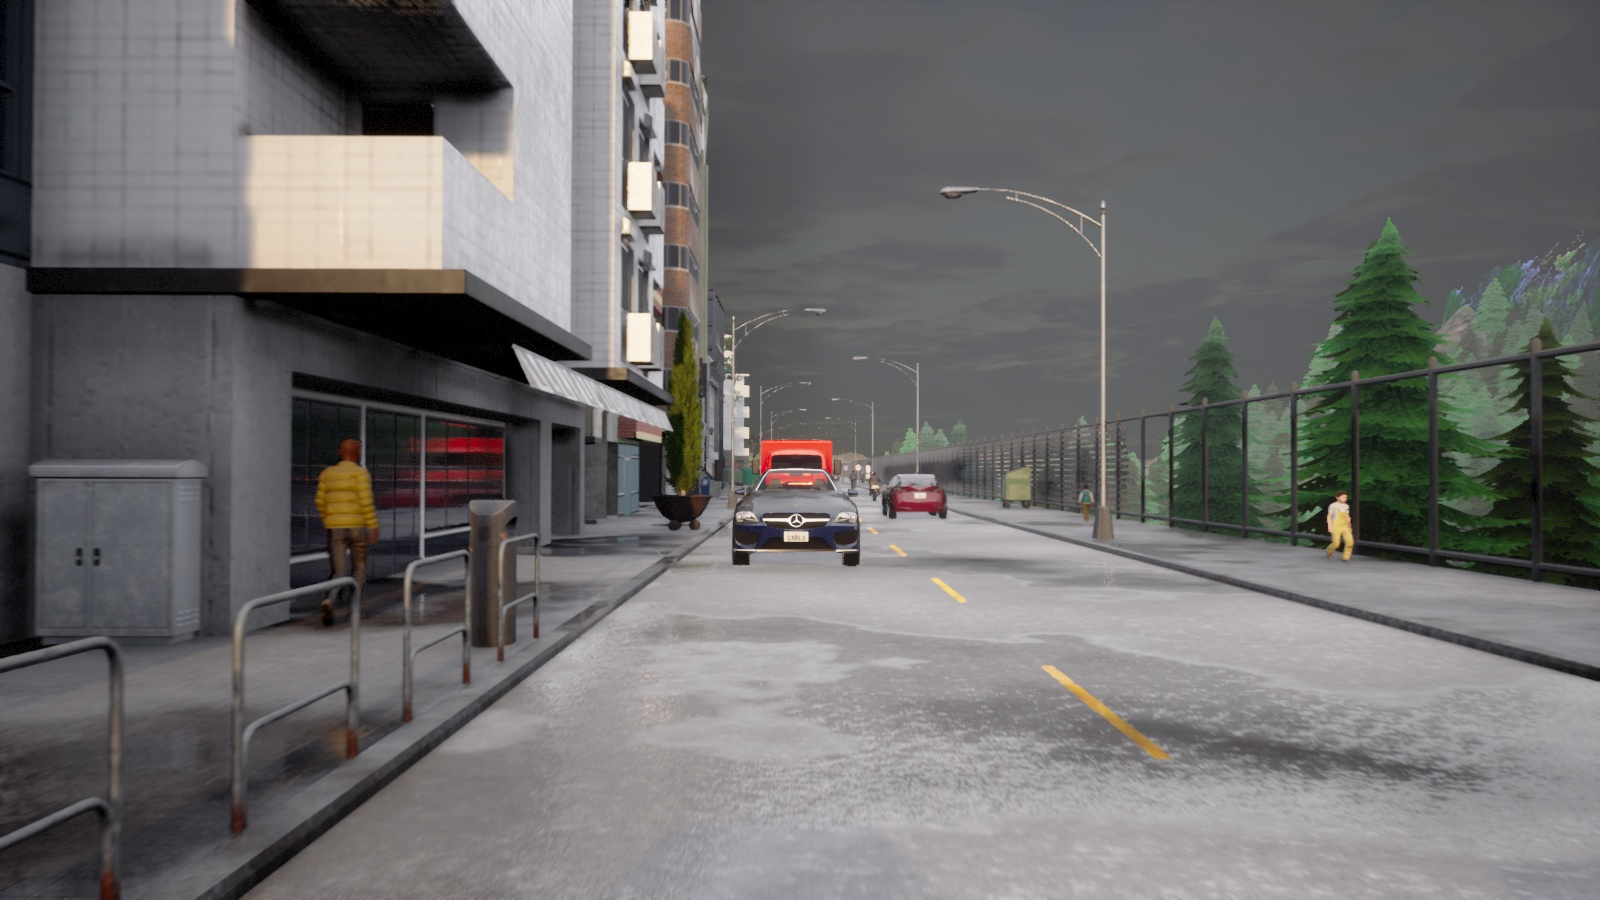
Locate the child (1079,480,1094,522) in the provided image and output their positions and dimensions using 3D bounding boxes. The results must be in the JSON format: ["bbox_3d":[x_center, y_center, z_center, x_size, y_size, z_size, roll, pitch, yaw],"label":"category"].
[{"bbox_3d":[8.366,1.485,36.675,0.343,1.192,0.448,0,-1,0],"label":"child"}]

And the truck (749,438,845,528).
[{"bbox_3d":[-0.097,0.950,37.163,2.627,2.467,5.204,0,-1,0],"label":"truck"}]

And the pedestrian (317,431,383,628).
[{"bbox_3d":[-4.320,0.744,12.093,0.370,1.835,0.726,0,-1,0],"label":"pedestrian"}]

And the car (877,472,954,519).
[{"bbox_3d":[3.888,1.520,43.098,2.163,1.488,4.792,0,-1,0],"label":"car"}]

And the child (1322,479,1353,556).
[{"bbox_3d":[8.940,1.119,20.888,0.270,1.263,0.437,0,-1,-11],"label":"child"}]

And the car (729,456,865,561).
[{"bbox_3d":[-0.059,0.970,22.482,2.152,1.651,5.027,0,-1,0],"label":"car"}]
